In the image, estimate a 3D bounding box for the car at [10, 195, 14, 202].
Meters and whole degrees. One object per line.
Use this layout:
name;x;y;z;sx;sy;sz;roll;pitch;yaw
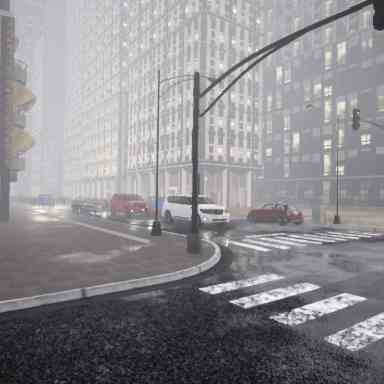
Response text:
car;-36.776;1.396;69.897;1.947;1.339;4.313;1;-1;-35

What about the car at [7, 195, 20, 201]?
car;-40.029;1.377;74.514;2.008;1.369;4.403;1;-1;-35

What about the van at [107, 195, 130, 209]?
van;-10.398;1.367;47.024;1.690;1.788;3.998;1;-1;-35

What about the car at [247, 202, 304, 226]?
car;5.871;1.505;23.938;1.967;1.590;4.097;1;-1;-35

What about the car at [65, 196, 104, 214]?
car;-10.742;1.426;32.961;2.008;1.369;4.403;1;-1;-35

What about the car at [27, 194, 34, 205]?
car;-23.759;1.431;51.428;1.802;1.307;4.206;1;-1;-35

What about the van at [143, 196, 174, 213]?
van;-3.890;1.381;37.790;1.690;1.788;3.998;1;-1;-35

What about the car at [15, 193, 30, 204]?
car;-30.263;1.154;60.665;2.192;1.841;5.009;1;-1;-35

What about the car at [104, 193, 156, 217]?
car;-5.688;1.155;30.297;2.150;2.045;5.566;1;-1;-35

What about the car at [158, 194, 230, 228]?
car;0.085;1.170;22.104;2.150;2.045;5.566;1;-1;-35

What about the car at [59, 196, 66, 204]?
car;-23.997;1.433;61.815;1.882;1.535;5.008;1;-1;-35

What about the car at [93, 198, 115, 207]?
car;-13.657;1.586;51.638;1.947;1.339;4.313;1;-1;-35

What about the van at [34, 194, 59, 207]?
van;-20.501;1.196;46.814;1.690;1.788;3.998;1;-1;-35

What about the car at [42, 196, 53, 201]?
car;-36.436;1.569;83.957;1.802;1.307;4.206;1;-1;-35

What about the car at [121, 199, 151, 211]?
car;-7.148;1.584;42.405;2.008;1.369;4.403;1;-1;-35

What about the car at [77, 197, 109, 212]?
car;-11.530;1.412;38.597;2.128;1.511;4.902;1;-1;-35
